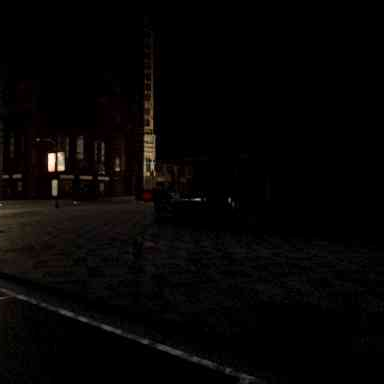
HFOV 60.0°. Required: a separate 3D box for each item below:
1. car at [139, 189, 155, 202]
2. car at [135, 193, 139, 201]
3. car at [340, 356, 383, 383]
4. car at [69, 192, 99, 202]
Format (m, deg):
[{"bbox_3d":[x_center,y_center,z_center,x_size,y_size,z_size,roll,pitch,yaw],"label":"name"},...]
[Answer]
[{"bbox_3d":[-5.607,0.581,54.831,2.150,2.045,5.566,1,1,36],"label":"car"},{"bbox_3d":[-7.613,0.667,57.596,2.097,1.767,4.553,1,1,36],"label":"car"},{"bbox_3d":[2.546,1.444,1.257,4.097,1.590,1.967,0,0,36],"label":"car"},{"bbox_3d":[-17.750,0.842,54.759,1.882,1.535,5.008,1,1,36],"label":"car"}]
